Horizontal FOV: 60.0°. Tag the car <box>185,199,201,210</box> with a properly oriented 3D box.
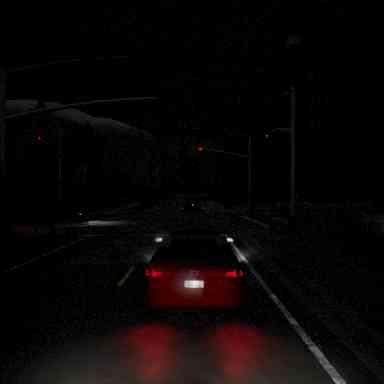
[{"bbox_3d":[0.084,1.564,42.955,1.994,1.385,4.181,0,0,0],"label":"car"}]

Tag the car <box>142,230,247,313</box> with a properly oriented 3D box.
[{"bbox_3d":[0.060,1.564,7.762,1.994,1.385,4.181,0,0,1],"label":"car"}]

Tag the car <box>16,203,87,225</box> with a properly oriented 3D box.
[{"bbox_3d":[-9.834,1.507,23.460,4.674,1.442,1.812,0,0,-9],"label":"car"}]
